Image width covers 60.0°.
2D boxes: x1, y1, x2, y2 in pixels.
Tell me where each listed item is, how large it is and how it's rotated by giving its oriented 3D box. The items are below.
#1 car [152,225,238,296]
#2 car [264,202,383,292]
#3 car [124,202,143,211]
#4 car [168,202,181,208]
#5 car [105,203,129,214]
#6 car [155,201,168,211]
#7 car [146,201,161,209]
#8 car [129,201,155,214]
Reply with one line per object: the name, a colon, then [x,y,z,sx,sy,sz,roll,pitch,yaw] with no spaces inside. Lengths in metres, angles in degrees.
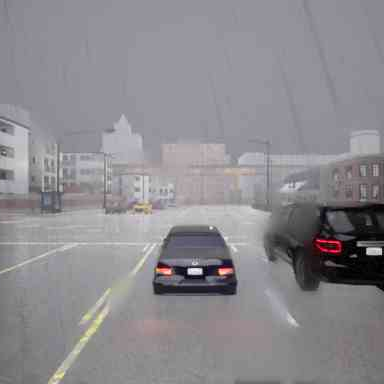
car: [0.059,1.589,8.881,2.033,1.411,5.357,0,0,0]
car: [3.560,1.265,9.170,2.150,2.045,5.566,0,0,0]
car: [-9.596,2.387,54.984,1.812,1.442,4.674,0,-1,5]
car: [-3.986,2.788,71.343,1.895,1.301,4.718,0,-1,18]
car: [-10.132,2.174,44.473,1.812,1.442,4.674,0,-1,3]
car: [-5.960,2.247,56.527,2.097,1.767,4.553,0,-1,4]
car: [-8.054,2.662,69.797,1.837,1.490,4.892,0,-1,11]
car: [-6.616,2.131,44.715,1.882,1.535,5.008,0,-1,3]
